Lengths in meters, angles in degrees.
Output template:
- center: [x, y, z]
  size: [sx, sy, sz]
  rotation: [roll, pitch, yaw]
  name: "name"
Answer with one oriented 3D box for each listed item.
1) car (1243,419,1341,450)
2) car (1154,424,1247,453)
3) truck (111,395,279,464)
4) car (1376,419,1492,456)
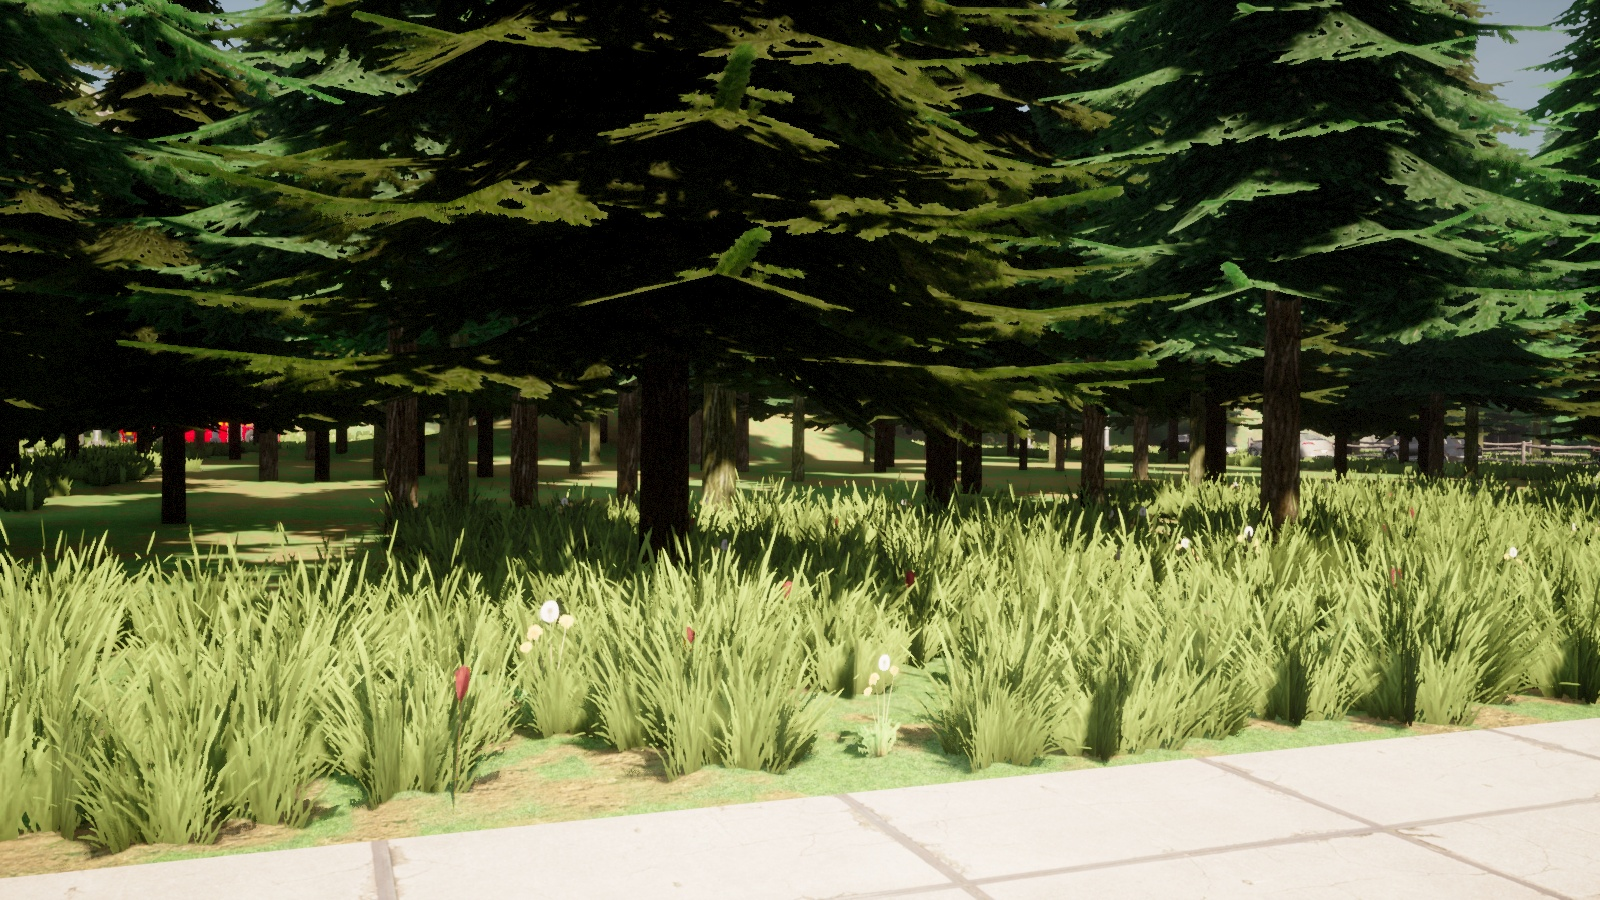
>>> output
- center: [26.747, -0.852, 68.436]
  size: [2.152, 1.651, 5.027]
  rotation: [-1, 1, -20]
  name: "car"
- center: [22.282, -0.653, 70.082]
  size: [2.128, 1.511, 4.902]
  rotation: [-1, 1, -27]
  name: "car"
- center: [-35.416, -1.213, 73.895]
  size: [2.891, 3.827, 8.468]
  rotation: [0, 1, 37]
  name: "truck"
- center: [29.944, -0.590, 59.509]
  size: [2.033, 1.649, 4.856]
  rotation: [-1, 1, -20]
  name: "car"
